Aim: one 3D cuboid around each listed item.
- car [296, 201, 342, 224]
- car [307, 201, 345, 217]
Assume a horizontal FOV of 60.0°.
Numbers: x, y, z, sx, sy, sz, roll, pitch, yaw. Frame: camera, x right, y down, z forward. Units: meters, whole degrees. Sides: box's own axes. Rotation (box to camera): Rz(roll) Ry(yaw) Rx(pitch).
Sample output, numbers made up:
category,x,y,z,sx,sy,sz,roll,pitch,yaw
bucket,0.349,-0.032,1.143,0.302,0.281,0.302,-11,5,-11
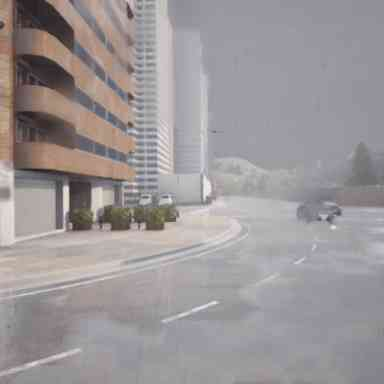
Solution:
category,x,y,z,sx,sy,sz,roll,pitch,yaw
car,9.379,1.573,25.558,2.128,1.511,4.902,-1,0,5
car,13.430,1.627,33.576,1.812,1.442,4.674,-1,-1,-2
